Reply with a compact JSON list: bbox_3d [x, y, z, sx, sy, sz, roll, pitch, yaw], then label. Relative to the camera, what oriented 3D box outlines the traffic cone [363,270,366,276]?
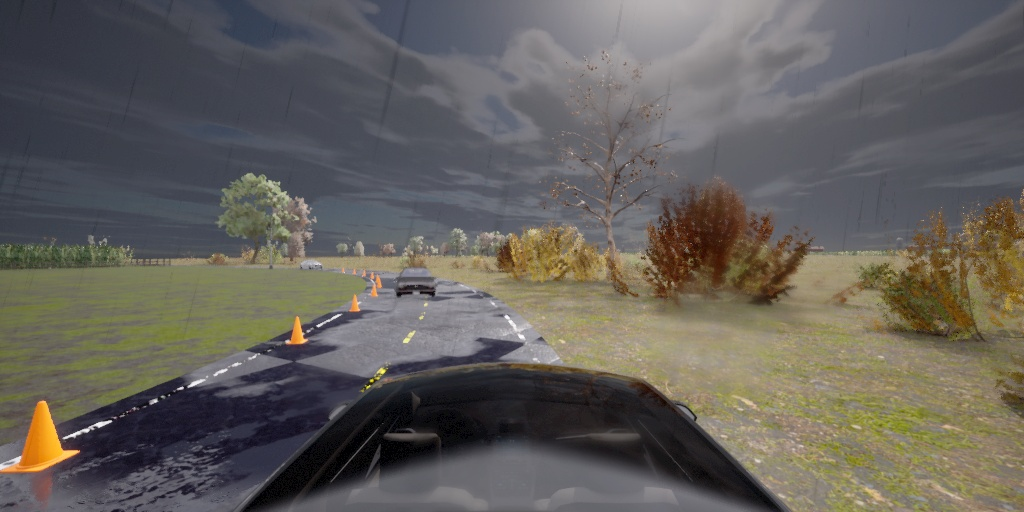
[{"bbox_3d":[-14.554,1.667,35.293,0.340,0.580,0.340,0,0,-32],"label":"traffic cone"}]

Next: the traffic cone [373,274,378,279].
[{"bbox_3d":[-10.036,1.674,26.790,0.340,0.580,0.340,0,0,-24],"label":"traffic cone"}]

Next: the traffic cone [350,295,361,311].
[{"bbox_3d":[-5.708,1.695,13.028,0.340,0.580,0.340,0,0,-11],"label":"traffic cone"}]

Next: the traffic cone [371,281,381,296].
[{"bbox_3d":[-6.812,1.689,17.717,0.340,0.580,0.340,0,0,-15],"label":"traffic cone"}]

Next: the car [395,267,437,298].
[{"bbox_3d":[-5.010,1.288,18.718,2.033,1.411,5.357,0,0,-16],"label":"car"}]

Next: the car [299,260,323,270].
[{"bbox_3d":[-30.144,1.285,53.785,4.674,1.442,1.812,0,-1,37],"label":"car"}]

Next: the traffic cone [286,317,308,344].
[{"bbox_3d":[-4.952,1.700,8.270,0.340,0.580,0.340,0,0,-7],"label":"traffic cone"}]

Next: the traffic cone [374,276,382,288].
[{"bbox_3d":[-8.257,1.681,22.313,0.340,0.580,0.340,0,0,-20],"label":"traffic cone"}]

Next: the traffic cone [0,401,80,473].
[{"bbox_3d":[-4.547,1.704,3.470,0.340,0.580,0.340,0,0,-3],"label":"traffic cone"}]

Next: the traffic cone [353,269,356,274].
[{"bbox_3d":[-17.268,1.668,39.273,0.340,0.580,0.340,0,0,-36],"label":"traffic cone"}]

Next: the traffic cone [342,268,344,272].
[{"bbox_3d":[-20.267,1.671,43.045,0.340,0.580,0.340,0,0,-41],"label":"traffic cone"}]

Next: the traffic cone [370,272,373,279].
[{"bbox_3d":[-12.139,1.669,31.125,0.340,0.580,0.340,0,0,-28],"label":"traffic cone"}]
